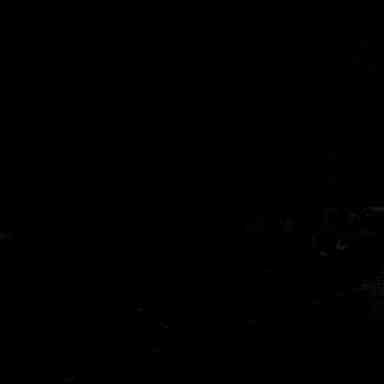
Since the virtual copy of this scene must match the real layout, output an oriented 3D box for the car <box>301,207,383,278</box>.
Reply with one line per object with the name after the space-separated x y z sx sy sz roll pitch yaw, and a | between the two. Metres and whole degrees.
5.688 1.418 10.701 5.009 1.841 2.192 1 0 -35 | car
